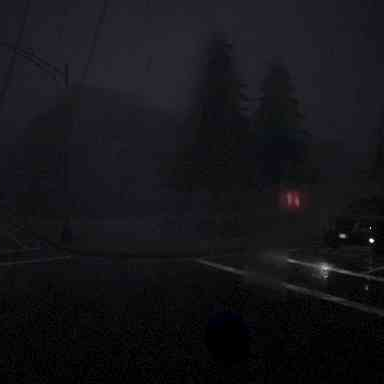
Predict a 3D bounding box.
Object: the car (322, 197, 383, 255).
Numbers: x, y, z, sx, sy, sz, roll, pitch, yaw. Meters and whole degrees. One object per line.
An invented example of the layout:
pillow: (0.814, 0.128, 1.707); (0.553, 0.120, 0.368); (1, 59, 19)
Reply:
car: (7.698, 1.248, 13.745); (5.566, 2.045, 2.150); (0, 0, -37)
